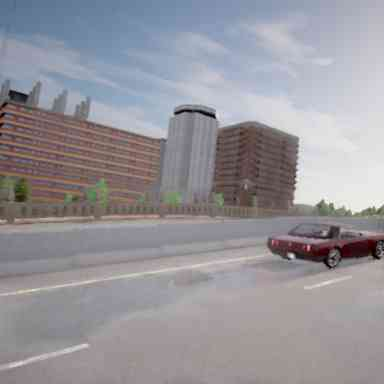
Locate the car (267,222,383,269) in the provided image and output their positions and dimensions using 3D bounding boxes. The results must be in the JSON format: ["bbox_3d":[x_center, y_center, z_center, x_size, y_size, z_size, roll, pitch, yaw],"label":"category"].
[{"bbox_3d":[4.864,1.701,11.520,4.718,1.301,1.895,1,-1,-36],"label":"car"}]
